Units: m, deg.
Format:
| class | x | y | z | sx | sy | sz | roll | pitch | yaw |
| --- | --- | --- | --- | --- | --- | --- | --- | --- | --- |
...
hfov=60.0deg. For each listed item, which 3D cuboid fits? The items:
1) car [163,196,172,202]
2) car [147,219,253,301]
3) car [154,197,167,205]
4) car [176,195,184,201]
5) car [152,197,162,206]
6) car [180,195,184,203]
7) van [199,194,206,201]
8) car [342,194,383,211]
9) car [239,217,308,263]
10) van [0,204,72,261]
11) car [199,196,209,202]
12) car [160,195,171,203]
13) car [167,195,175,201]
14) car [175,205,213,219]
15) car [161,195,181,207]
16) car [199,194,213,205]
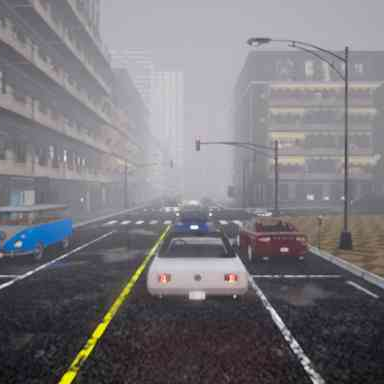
| class | x | y | z | sx | sy | sz | roll | pitch | yaw |
| --- | --- | --- | --- | --- | --- | --- | --- | --- | --- |
| car | -5.640 | 1.648 | 77.482 | 1.802 | 1.307 | 4.206 | -1 | 0 | 0 |
| car | 0.106 | 1.604 | 8.296 | 1.895 | 1.301 | 4.718 | 0 | 0 | 0 |
| car | -5.652 | 1.610 | 60.898 | 1.947 | 1.339 | 4.313 | 0 | 0 | 0 |
| car | -2.939 | 1.475 | 81.691 | 1.837 | 1.490 | 4.892 | 0 | 0 | 0 |
| car | -5.656 | 1.588 | 55.370 | 2.008 | 1.369 | 4.403 | 0 | 0 | 0 |
| car | -2.974 | 1.599 | 66.433 | 2.033 | 1.411 | 5.357 | 0 | 0 | 1 |
| van | 2.747 | 1.424 | 88.526 | 1.690 | 1.788 | 3.998 | -1 | 0 | 0 |
| car | 18.251 | 1.044 | 34.907 | 4.553 | 1.767 | 2.097 | -1 | 0 | -1 |
| car | 2.691 | 1.549 | 11.887 | 1.887 | 1.381 | 4.507 | 0 | 0 | 0 |
| van | -5.691 | 1.345 | 11.894 | 1.690 | 1.788 | 3.998 | 0 | 0 | 0 |
| car | 2.741 | 1.617 | 77.470 | 2.008 | 1.369 | 4.403 | -1 | 0 | 0 |
| car | -5.645 | 1.499 | 71.954 | 1.967 | 1.590 | 4.097 | -1 | 0 | 0 |
| car | -5.631 | 1.608 | 88.368 | 1.752 | 1.417 | 4.829 | -1 | 0 | 0 |
| car | 0.110 | 1.571 | 17.034 | 1.994 | 1.385 | 4.181 | 0 | 0 | 0 |
| car | -3.053 | 1.595 | 50.188 | 1.994 | 1.385 | 4.181 | 0 | 0 | 0 |
| car | 2.727 | 1.484 | 60.887 | 1.967 | 1.590 | 4.097 | -1 | 0 | 0 |
